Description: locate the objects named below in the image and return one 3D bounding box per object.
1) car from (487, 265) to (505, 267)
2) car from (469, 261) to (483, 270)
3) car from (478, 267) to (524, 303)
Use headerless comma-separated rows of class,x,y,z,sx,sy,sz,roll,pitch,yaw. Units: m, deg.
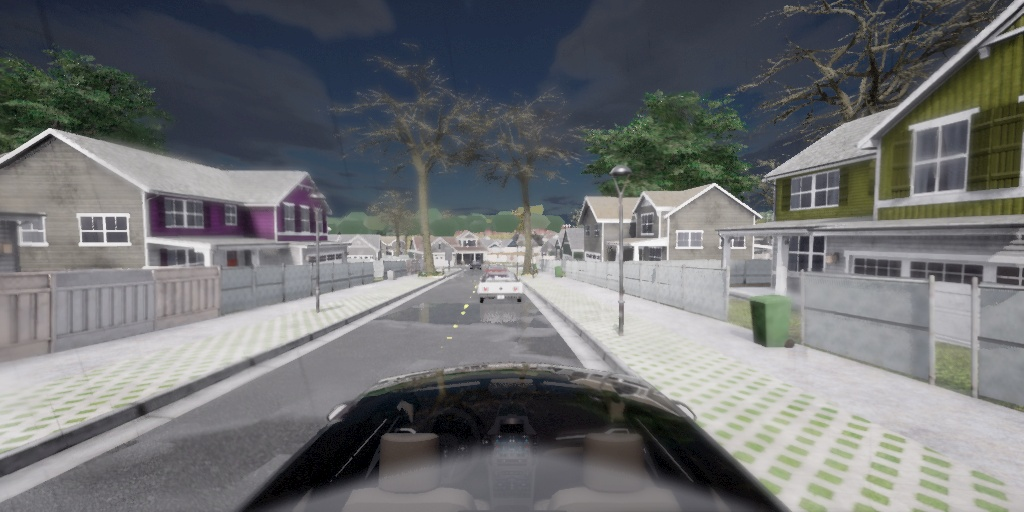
car,-1.416,1.402,31.638,1.895,1.301,4.718,0,0,-3
car,-5.510,1.493,55.355,2.033,1.411,5.357,0,0,-3
car,-0.570,1.364,16.639,1.895,1.301,4.718,0,0,-3
